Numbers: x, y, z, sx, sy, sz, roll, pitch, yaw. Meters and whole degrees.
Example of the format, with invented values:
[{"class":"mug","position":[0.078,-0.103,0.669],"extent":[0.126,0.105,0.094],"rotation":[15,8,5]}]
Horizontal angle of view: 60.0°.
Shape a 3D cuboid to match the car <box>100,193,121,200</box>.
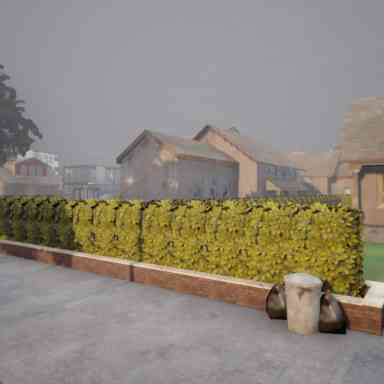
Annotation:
[{"class":"car","position":[-10.476,1.220,43.138],"extent":[2.150,2.045,5.566],"rotation":[0,0,36]}]
